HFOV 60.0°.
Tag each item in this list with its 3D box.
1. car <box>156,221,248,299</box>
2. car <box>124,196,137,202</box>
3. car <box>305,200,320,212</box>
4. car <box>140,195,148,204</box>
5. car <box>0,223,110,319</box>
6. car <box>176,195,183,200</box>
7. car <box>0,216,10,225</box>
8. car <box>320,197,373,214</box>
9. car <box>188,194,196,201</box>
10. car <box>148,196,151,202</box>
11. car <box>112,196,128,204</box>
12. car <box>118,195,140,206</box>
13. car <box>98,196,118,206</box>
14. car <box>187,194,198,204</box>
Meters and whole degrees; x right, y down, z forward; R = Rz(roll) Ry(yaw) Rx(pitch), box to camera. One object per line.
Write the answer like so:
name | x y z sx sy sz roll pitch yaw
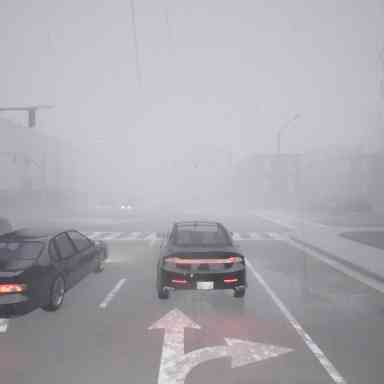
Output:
car | 0.116 1.491 8.488 2.128 1.511 4.902 0 0 -3
car | -13.988 1.540 75.558 2.033 1.411 5.357 0 0 0
car | 15.718 1.491 38.745 4.902 1.511 2.128 0 0 0
car | -10.524 1.352 65.035 2.097 1.767 4.553 0 0 0
car | -3.430 1.547 7.684 2.033 1.411 5.357 0 0 0
car | -3.486 1.524 92.909 1.812 1.442 4.674 0 0 0
car | -10.312 1.564 15.304 1.994 1.385 4.181 0 0 4
car | 16.546 1.352 35.245 4.553 1.767 2.097 0 0 0
car | 0.014 1.355 89.198 2.097 1.767 4.553 0 0 0
car | -10.489 1.525 75.222 2.128 1.511 4.902 0 0 0
car | -14.018 1.547 64.938 2.033 1.411 5.357 0 0 1
car | -10.569 1.492 55.616 2.128 1.511 4.902 0 0 0
car | -14.071 1.601 54.780 1.895 1.301 4.718 0 0 0
car | 0.106 1.504 63.411 1.837 1.490 4.892 0 0 0
